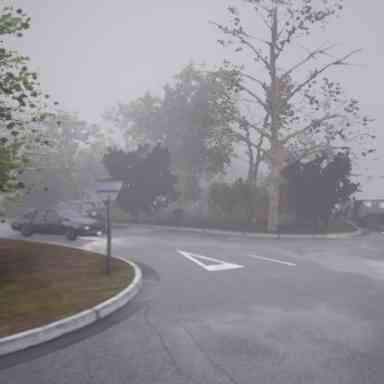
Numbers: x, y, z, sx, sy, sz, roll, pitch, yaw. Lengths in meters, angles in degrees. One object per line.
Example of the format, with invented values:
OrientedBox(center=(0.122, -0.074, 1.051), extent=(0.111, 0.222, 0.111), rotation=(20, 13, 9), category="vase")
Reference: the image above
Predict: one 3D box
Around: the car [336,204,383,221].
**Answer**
OrientedBox(center=(17.784, 2.113, 34.093), extent=(5.366, 1.575, 1.946), rotation=(0, -2, 20), category="car")

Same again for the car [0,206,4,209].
OrientedBox(center=(-26.024, 1.690, 41.568), extent=(2.033, 1.411, 5.357), rotation=(0, -1, 19), category="car")

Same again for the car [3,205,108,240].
OrientedBox(center=(-6.833, 1.577, 17.095), extent=(5.357, 1.411, 2.033), rotation=(0, 0, 25), category="car")

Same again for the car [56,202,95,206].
OrientedBox(center=(-7.969, 1.395, 21.299), extent=(4.553, 1.767, 2.097), rotation=(0, 0, 23), category="car")

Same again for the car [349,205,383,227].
OrientedBox(center=(15.120, 1.877, 26.013), extent=(4.892, 1.521, 2.231), rotation=(0, -1, 19), category="car")

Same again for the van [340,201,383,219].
OrientedBox(center=(19.904, 2.083, 39.134), extent=(4.442, 1.987, 1.878), rotation=(0, -2, 20), category="van")

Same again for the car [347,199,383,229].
OrientedBox(center=(14.259, 1.563, 23.493), extent=(5.566, 2.045, 2.435), rotation=(0, -1, 19), category="car")
